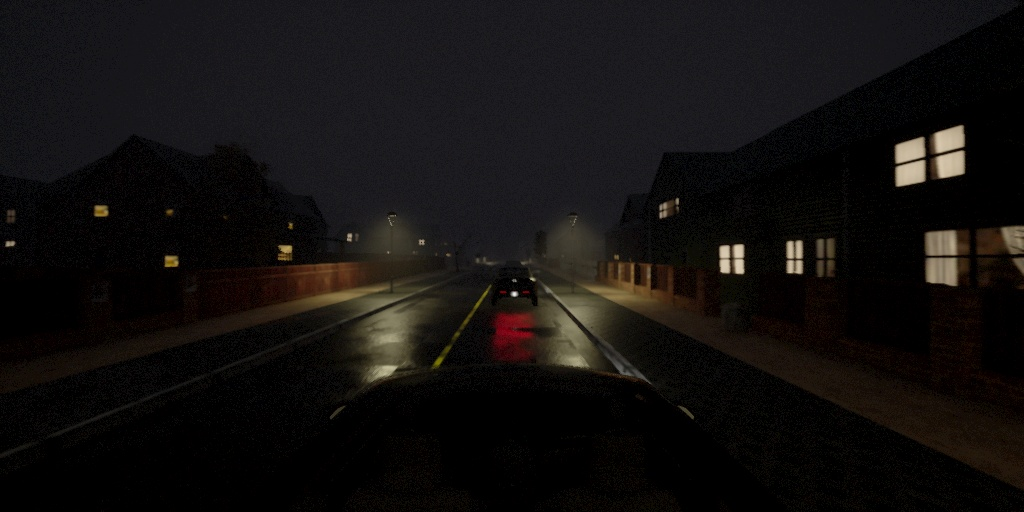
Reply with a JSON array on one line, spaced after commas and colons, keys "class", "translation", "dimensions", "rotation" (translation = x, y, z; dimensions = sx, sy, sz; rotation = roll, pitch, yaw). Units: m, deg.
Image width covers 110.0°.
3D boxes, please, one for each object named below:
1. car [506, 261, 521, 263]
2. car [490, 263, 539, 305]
[{"class": "car", "translation": [0.111, 1.146, 32.342], "dimensions": [1.837, 1.490, 4.892], "rotation": [0, 0, 0]}, {"class": "car", "translation": [0.103, 1.194, 15.575], "dimensions": [1.837, 1.490, 4.892], "rotation": [0, -1, 0]}]
